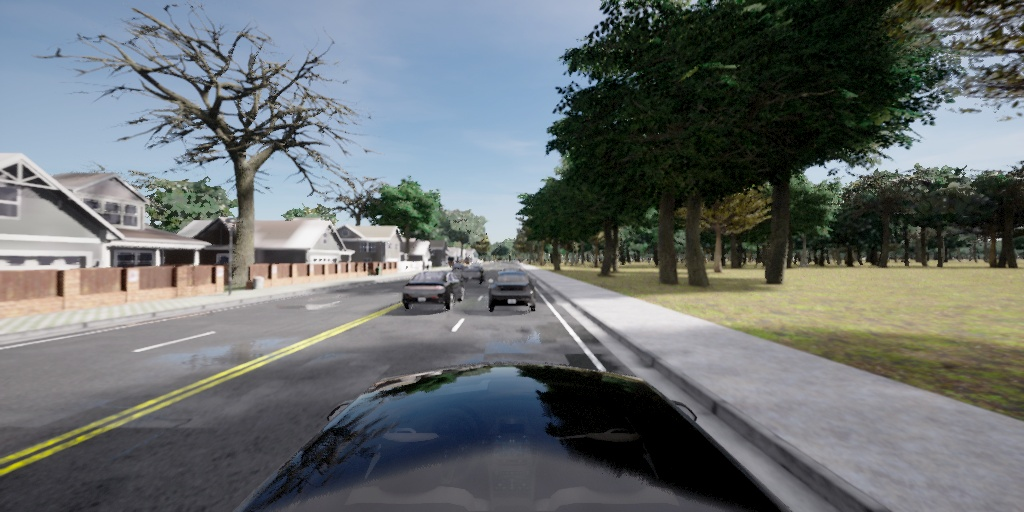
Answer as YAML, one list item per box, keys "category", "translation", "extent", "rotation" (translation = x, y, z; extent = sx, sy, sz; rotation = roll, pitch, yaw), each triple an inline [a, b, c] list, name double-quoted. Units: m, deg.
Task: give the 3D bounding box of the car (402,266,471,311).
- category: "car"
  translation: [-3.227, 1.379, 15.364]
  extent: [2.128, 1.511, 4.902]
  rotation: [0, 0, 1]

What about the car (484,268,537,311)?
- category: "car"
  translation: [0.023, 1.393, 15.351]
  extent: [1.837, 1.490, 4.892]
  rotation: [0, 0, 1]

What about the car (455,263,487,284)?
- category: "car"
  translation: [-3.227, 1.535, 30.369]
  extent: [2.128, 1.511, 4.902]
  rotation: [0, 0, 1]
